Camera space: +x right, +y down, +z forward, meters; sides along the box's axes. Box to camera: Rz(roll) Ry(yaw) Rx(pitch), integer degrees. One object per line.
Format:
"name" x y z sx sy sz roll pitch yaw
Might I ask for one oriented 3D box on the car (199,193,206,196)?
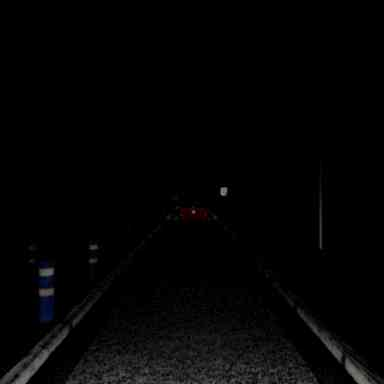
"car" 2.991 1.613 70.207 2.231 1.521 4.892 0 0 0

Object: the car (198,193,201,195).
"car" 2.990 1.619 75.854 2.231 1.521 4.892 0 0 0

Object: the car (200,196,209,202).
"car" 2.990 1.652 81.412 2.163 1.488 4.792 0 0 0

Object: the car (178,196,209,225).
"car" 0.099 1.376 24.686 2.097 1.767 4.553 0 0 0
